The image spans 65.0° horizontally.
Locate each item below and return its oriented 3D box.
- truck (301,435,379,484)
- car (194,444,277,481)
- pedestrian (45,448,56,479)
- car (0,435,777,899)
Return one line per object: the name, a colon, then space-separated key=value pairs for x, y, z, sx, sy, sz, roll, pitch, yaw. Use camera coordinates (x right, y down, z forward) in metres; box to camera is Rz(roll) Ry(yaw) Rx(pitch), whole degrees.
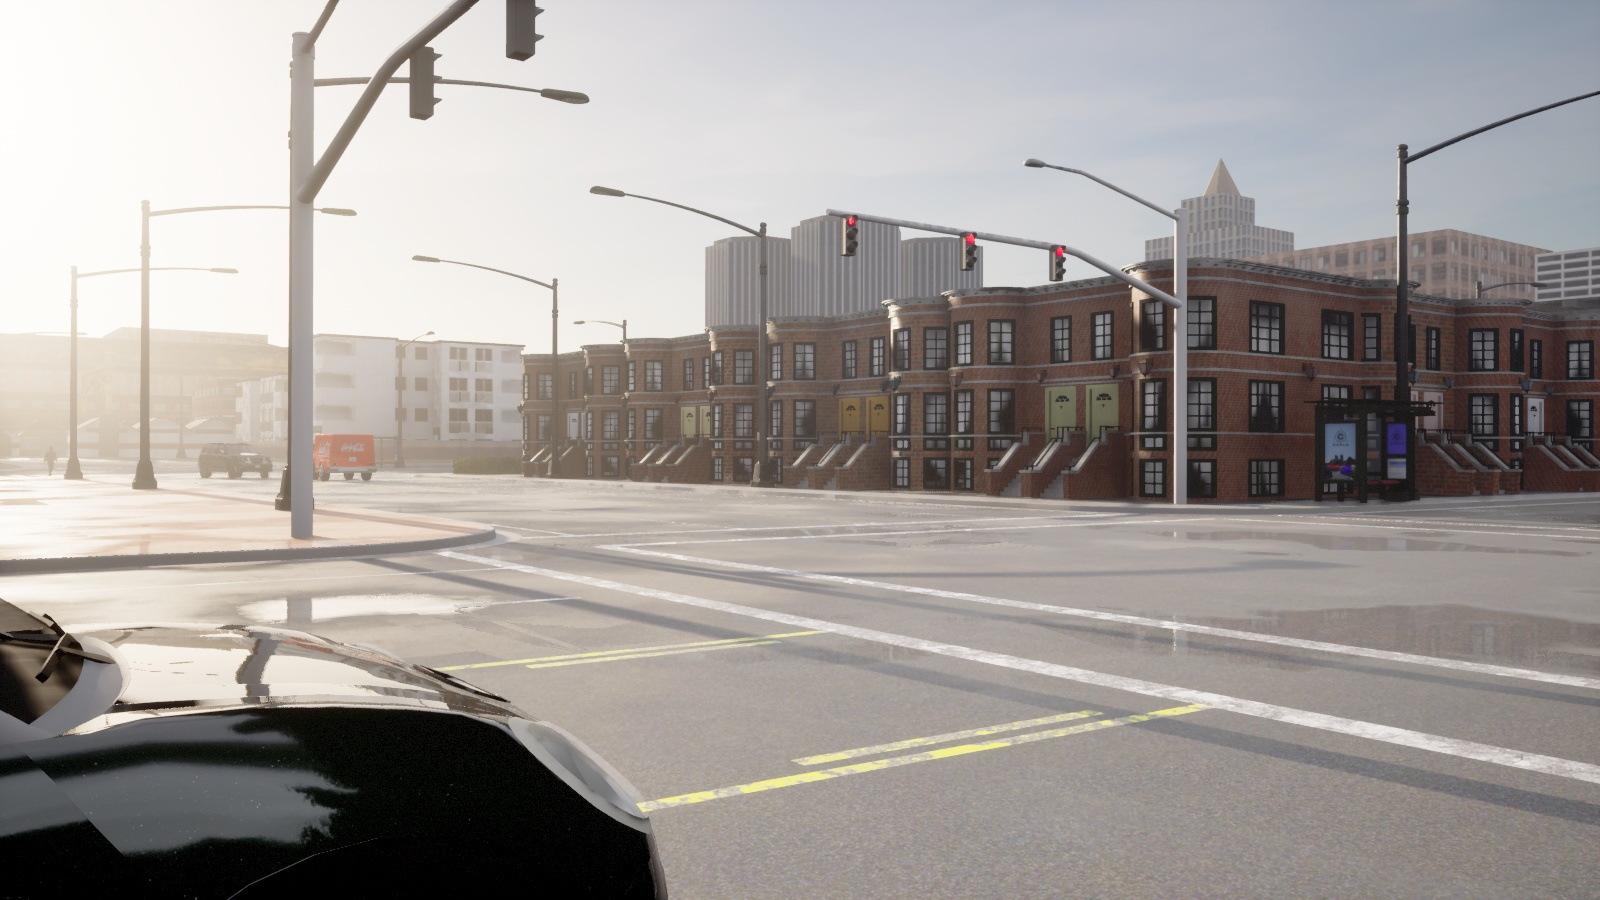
truck: x=-24.390 y=0.473 z=66.488 sx=2.627 sy=2.467 sz=5.204 roll=0 pitch=0 yaw=-35
car: x=-32.057 y=0.713 z=71.244 sx=5.566 sy=2.045 sz=2.150 roll=0 pitch=-1 yaw=41
pedestrian: x=-44.543 y=0.807 z=74.654 sx=0.431 sy=1.840 sz=0.709 roll=0 pitch=0 yaw=-41
car: x=-2.171 y=0.720 z=2.205 sx=3.806 sy=1.475 sz=1.970 roll=0 pitch=0 yaw=-35
